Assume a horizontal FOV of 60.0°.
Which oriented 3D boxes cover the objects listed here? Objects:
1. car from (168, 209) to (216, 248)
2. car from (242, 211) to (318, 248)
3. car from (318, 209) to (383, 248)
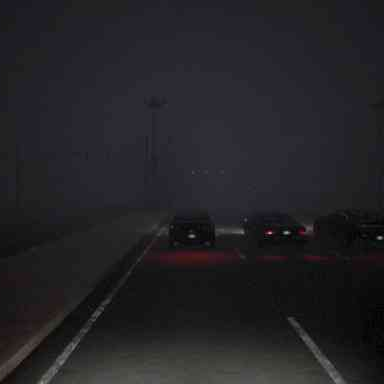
[{"bbox_3d":[-0.002,1.484,14.798,1.882,1.535,5.008,0,0,0],"label":"car"},{"bbox_3d":[3.498,1.562,14.799,2.033,1.411,5.357,0,0,0],"label":"car"},{"bbox_3d":[6.998,1.494,14.799,2.128,1.511,4.902,0,0,0],"label":"car"}]
